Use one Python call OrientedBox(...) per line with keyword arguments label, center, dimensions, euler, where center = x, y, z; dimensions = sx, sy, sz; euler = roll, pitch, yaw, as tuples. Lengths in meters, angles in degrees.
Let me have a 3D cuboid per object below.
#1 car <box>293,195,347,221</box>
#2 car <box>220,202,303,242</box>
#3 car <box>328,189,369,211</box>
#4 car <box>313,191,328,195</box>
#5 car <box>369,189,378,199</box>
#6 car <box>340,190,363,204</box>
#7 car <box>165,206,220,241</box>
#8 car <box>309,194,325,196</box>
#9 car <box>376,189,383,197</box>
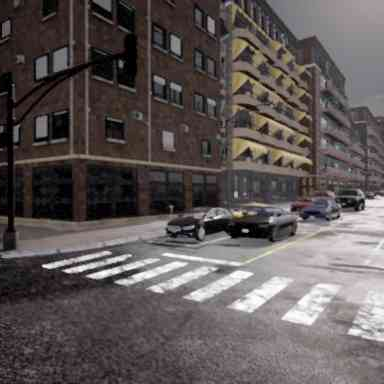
OrientedBox(label="car", center=(9.319, 1.211, 23.822), dimensions=(2.033, 1.411, 5.357), euler=(0, 1, 35))
OrientedBox(label="car", center=(3.317, 1.372, 15.243), dimensions=(1.994, 1.385, 4.181), euler=(0, 1, 35))
OrientedBox(label="car", center=(15.367, 0.740, 32.473), dimensions=(2.150, 2.045, 5.566), euler=(0, 1, 35))
OrientedBox(label="car", center=(13.268, 0.846, 33.960), dimensions=(2.192, 1.841, 5.009), euler=(1, 1, 35))
OrientedBox(label="car", center=(32.422, 0.644, 61.332), dimensions=(1.947, 1.339, 4.313), euler=(1, 1, 35))
OrientedBox(label="car", center=(22.844, 0.619, 47.643), dimensions=(2.192, 1.841, 5.009), euler=(1, 1, 35))
OrientedBox(label="car", center=(0.499, 1.388, 15.717), dimensions=(2.008, 1.369, 4.403), euler=(1, 1, 35))
OrientedBox(label="car", center=(10.076, 1.152, 29.402), dimensions=(1.887, 1.381, 4.507), euler=(1, 1, 35))
OrientedBox(label="car", center=(41.998, 0.170, 75.011), dimensions=(2.192, 1.841, 5.009), euler=(1, 1, 35))
